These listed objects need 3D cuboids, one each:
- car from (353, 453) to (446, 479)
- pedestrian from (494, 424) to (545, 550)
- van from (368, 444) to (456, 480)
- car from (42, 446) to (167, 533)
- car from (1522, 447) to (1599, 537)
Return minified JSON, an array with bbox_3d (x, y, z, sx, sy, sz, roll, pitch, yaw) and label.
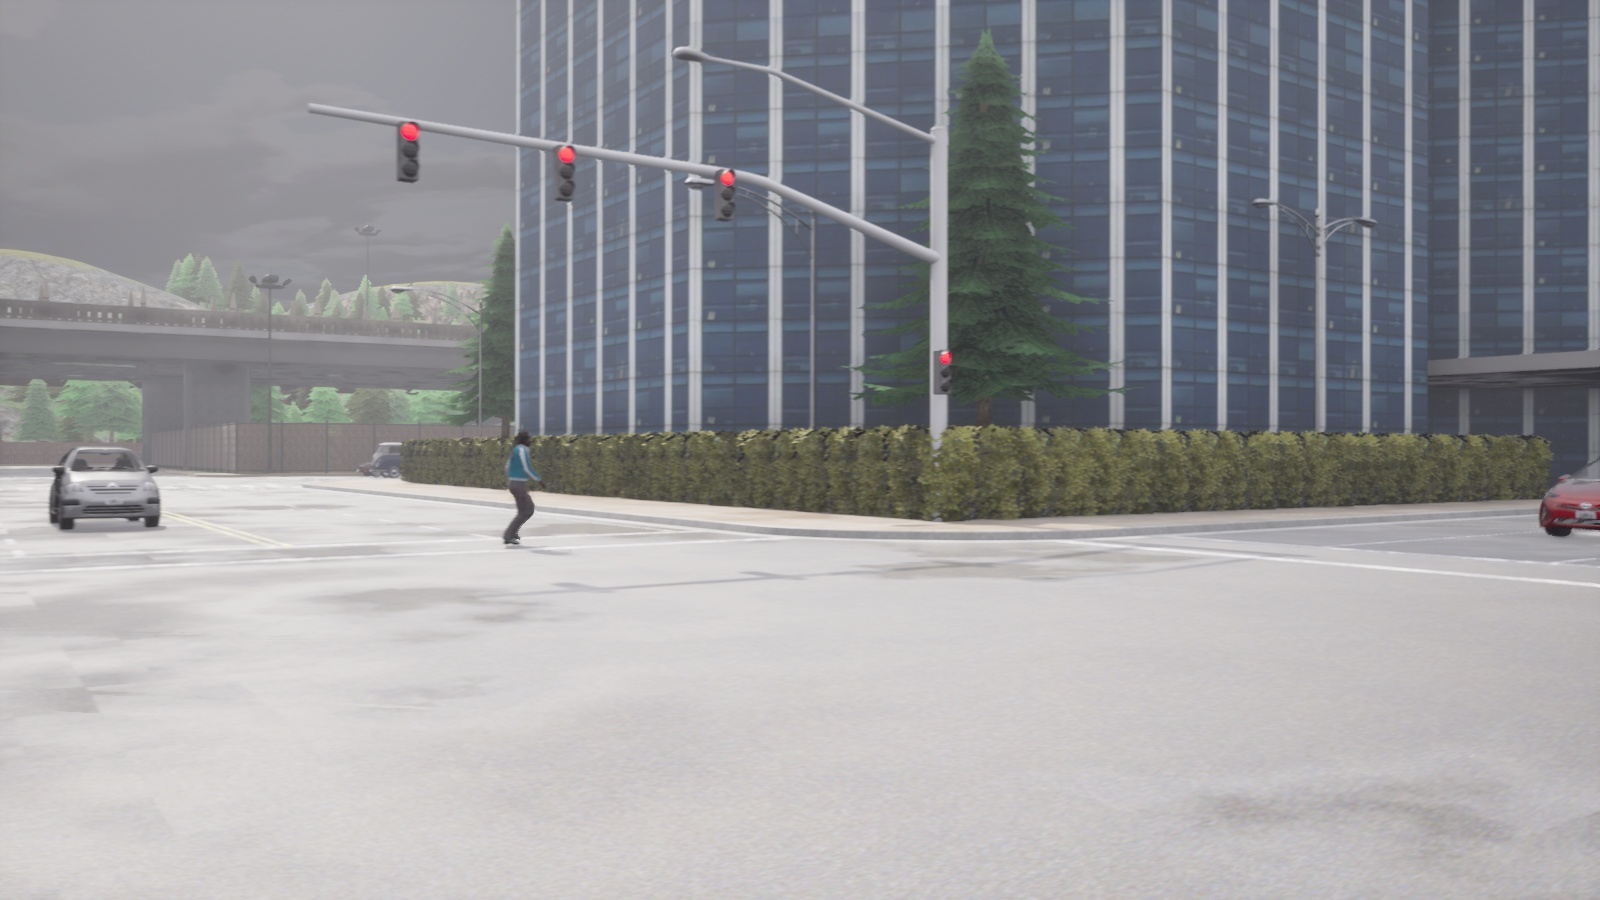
[{"bbox_3d":[-23.516,0.920,73.754,4.792,1.488,2.163,0,0,-34],"label":"car"},{"bbox_3d":[-4.393,0.571,19.652,0.692,1.930,0.396,0,0,-32],"label":"pedestrian"},{"bbox_3d":[-21.819,0.659,70.676,4.442,1.987,1.775,0,0,-34],"label":"van"},{"bbox_3d":[-14.129,0.735,25.393,1.851,1.617,3.988,0,0,-34],"label":"car"},{"bbox_3d":[15.289,0.715,22.829,4.514,1.525,2.007,0,0,-35],"label":"car"}]
